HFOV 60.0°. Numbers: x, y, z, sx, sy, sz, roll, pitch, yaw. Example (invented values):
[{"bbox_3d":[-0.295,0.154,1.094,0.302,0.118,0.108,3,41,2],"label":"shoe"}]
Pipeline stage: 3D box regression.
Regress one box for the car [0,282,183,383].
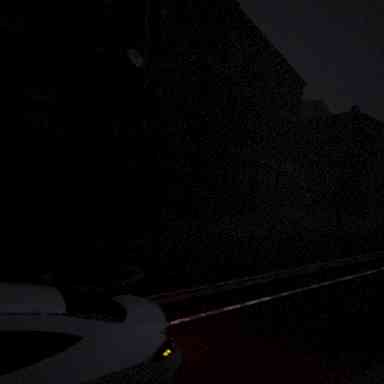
[{"bbox_3d":[-2.243,1.520,2.393,4.674,1.442,1.812,1,0,-36],"label":"car"}]
